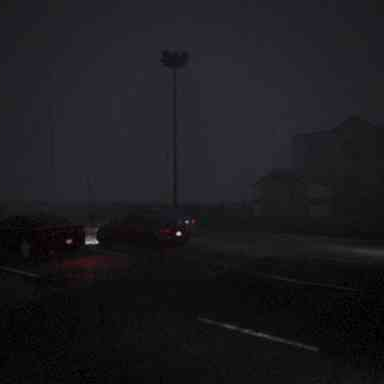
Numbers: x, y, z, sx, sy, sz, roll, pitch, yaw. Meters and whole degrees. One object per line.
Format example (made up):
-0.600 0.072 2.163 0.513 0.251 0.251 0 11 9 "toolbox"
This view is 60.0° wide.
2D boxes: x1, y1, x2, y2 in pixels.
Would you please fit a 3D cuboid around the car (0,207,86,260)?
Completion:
-6.168 1.529 12.695 5.008 1.535 1.882 0 0 36 "car"

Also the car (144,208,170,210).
-2.290 1.599 18.527 5.357 1.411 2.033 0 0 36 "car"

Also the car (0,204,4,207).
-18.848 1.628 30.343 4.902 1.511 2.128 0 0 36 "car"

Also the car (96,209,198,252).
-2.144 1.605 14.122 4.181 1.385 1.994 0 0 36 "car"
